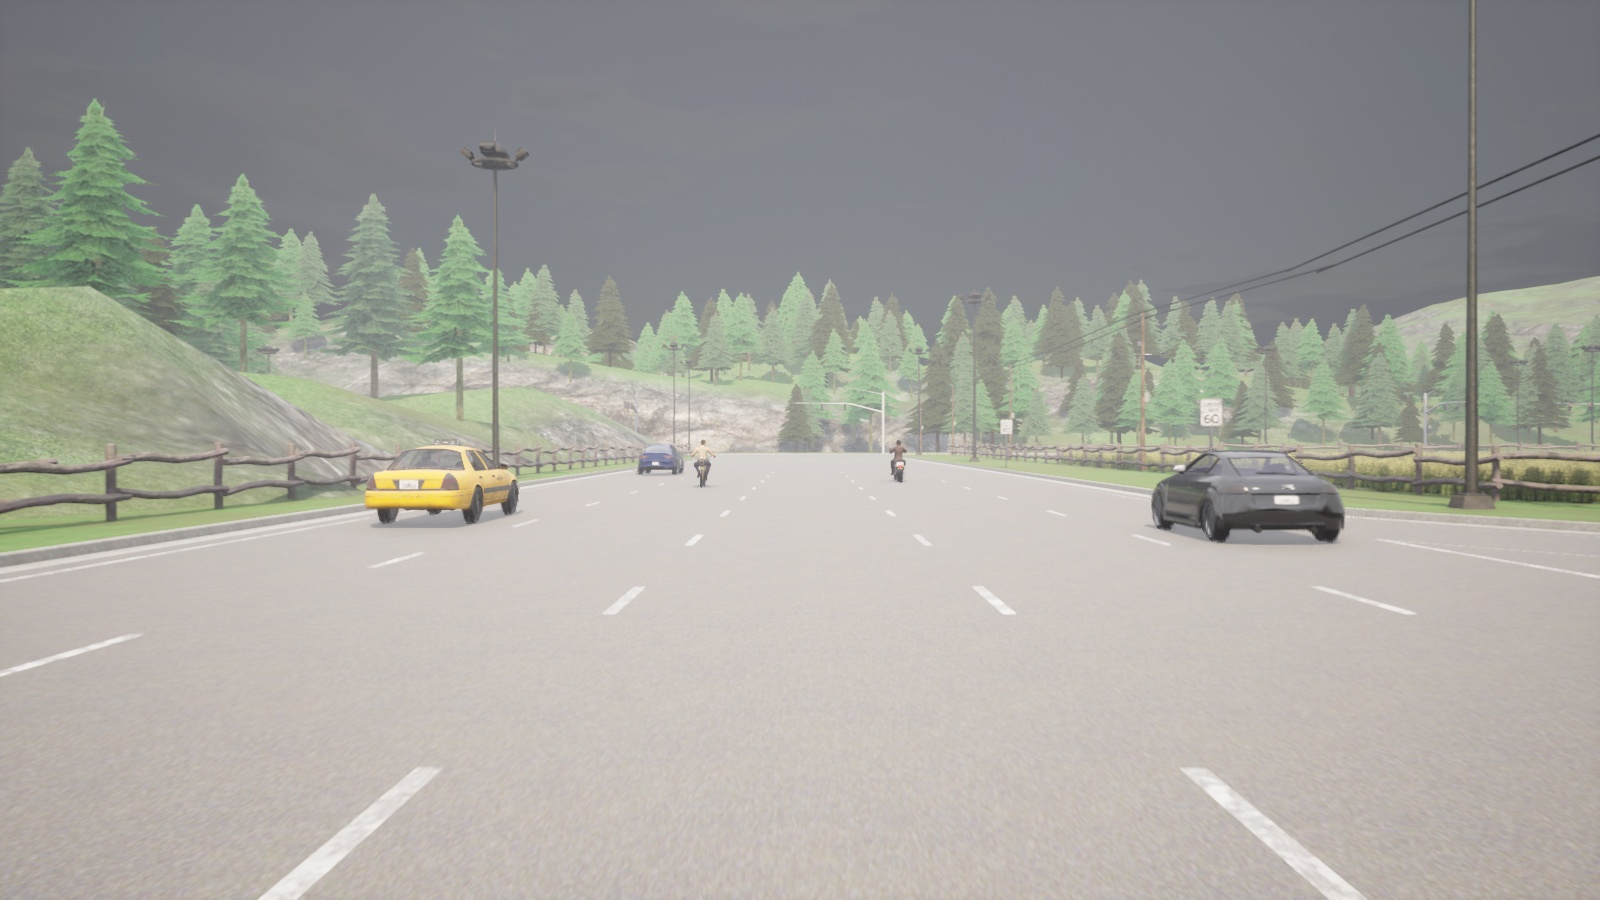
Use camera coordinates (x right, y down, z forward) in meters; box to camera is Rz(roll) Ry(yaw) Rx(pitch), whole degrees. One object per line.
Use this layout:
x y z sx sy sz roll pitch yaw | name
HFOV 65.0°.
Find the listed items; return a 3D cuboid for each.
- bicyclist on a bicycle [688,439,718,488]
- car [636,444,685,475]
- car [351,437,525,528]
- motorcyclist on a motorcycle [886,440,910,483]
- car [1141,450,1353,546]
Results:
-3.250 0.444 42.084 0.866 1.612 1.509 0 0 1 | bicyclist on a bicycle
-6.649 0.428 60.274 1.812 1.442 4.674 0 0 0 | car
-6.846 0.543 24.402 1.801 1.575 5.366 0 0 0 | car
3.791 0.427 48.638 0.766 1.649 2.350 0 0 0 | motorcyclist on a motorcycle
7.132 0.701 20.544 1.994 1.385 4.181 0 0 0 | car
